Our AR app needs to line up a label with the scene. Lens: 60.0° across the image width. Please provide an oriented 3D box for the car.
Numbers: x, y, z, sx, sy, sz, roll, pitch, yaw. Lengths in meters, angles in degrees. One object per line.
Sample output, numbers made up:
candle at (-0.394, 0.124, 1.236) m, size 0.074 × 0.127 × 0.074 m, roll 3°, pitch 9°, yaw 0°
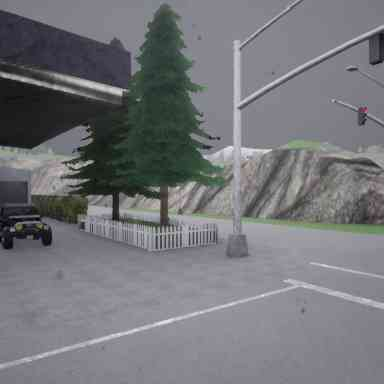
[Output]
car at (-8.053, 1.505, 15.798) m, size 1.905 × 1.878 × 3.866 m, roll 0°, pitch 0°, yaw -37°
